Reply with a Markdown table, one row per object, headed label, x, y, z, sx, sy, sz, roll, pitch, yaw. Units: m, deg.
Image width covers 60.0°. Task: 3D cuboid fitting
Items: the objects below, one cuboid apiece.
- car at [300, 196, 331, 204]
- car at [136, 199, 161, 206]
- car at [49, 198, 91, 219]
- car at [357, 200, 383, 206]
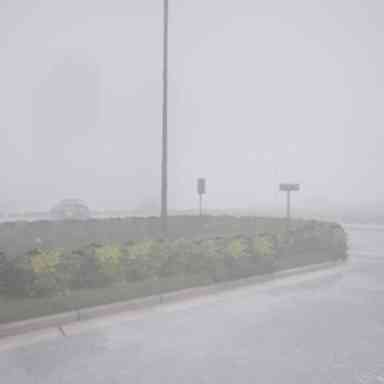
| label | x | y | z | sx | sy | sz | roll | pitch | yaw |
| --- | --- | --- | --- | --- | --- | --- | --- | --- | --- |
| car | 22.338 | 1.800 | 60.404 | 2.150 | 2.045 | 5.566 | 1 | 0 | -35 |
| car | -5.611 | 1.707 | 43.859 | 2.242 | 1.667 | 4.611 | 1 | 0 | -36 |
| car | -9.196 | 1.385 | 24.907 | 1.932 | 1.855 | 4.605 | 1 | 0 | -36 |
| car | 28.295 | 2.089 | 52.070 | 1.837 | 1.490 | 4.892 | 1 | 0 | -35 |
